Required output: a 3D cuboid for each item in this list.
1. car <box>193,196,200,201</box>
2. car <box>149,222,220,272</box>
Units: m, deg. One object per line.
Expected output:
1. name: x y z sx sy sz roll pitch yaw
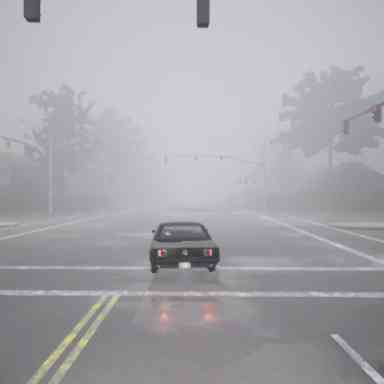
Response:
1. car: 1.145 1.698 90.740 1.812 1.442 4.674 0 0 0
2. car: -0.379 1.623 10.867 1.895 1.301 4.718 0 0 -5
